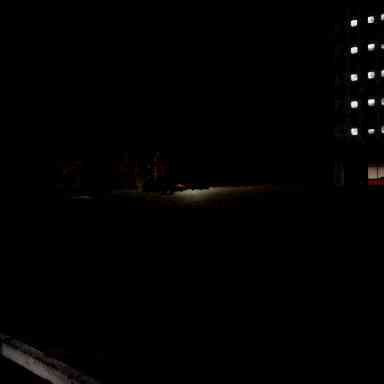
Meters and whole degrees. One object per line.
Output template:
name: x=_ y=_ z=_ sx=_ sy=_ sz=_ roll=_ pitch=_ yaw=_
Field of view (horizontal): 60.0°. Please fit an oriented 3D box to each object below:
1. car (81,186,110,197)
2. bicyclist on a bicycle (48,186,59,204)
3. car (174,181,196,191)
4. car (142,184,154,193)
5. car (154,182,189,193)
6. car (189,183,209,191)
car: x=-14.022 y=-0.151 z=48.606 sx=1.812 sy=1.442 sz=4.674 roll=0 pitch=3 yaw=32
bicyclist on a bicycle: x=-12.661 y=0.252 z=30.264 sx=1.656 sy=1.620 sz=0.582 roll=-1 pitch=2 yaw=33
car: x=-1.339 y=-1.200 z=63.743 sx=2.097 sy=1.767 sz=4.553 roll=0 pitch=2 yaw=29
car: x=-6.020 y=-0.584 z=55.419 sx=2.033 sy=1.411 sz=5.357 roll=0 pitch=2 yaw=30
car: x=-3.241 y=-0.591 z=53.731 sx=2.033 sy=1.411 sz=5.357 roll=0 pitch=2 yaw=30
car: x=1.537 y=-0.964 z=62.228 sx=1.895 sy=1.301 sz=4.718 roll=0 pitch=2 yaw=29
